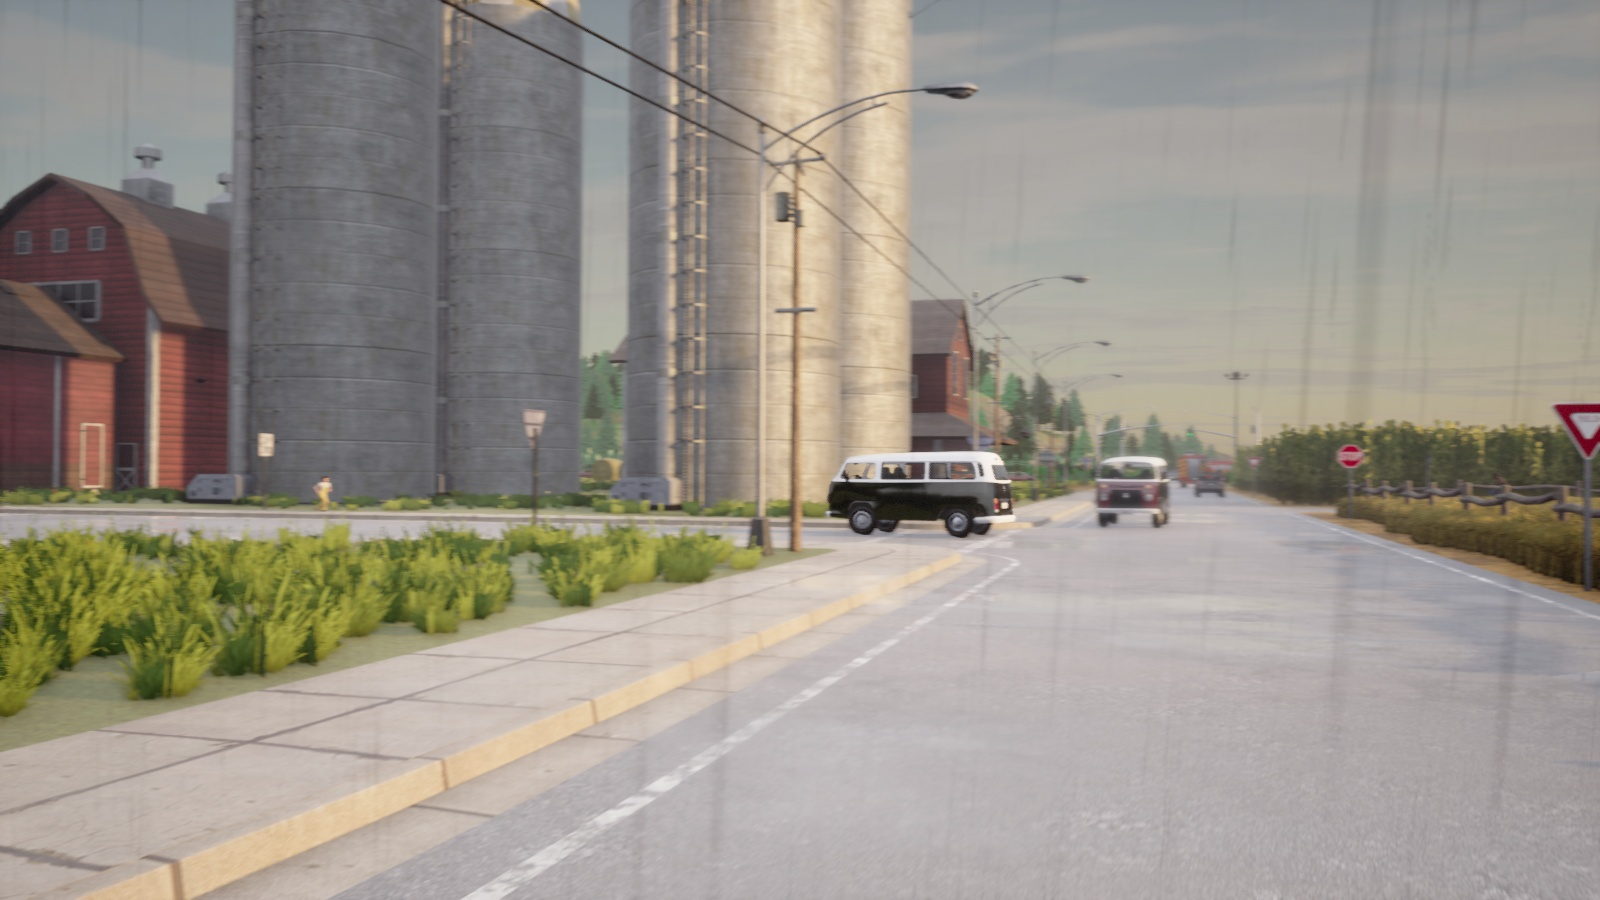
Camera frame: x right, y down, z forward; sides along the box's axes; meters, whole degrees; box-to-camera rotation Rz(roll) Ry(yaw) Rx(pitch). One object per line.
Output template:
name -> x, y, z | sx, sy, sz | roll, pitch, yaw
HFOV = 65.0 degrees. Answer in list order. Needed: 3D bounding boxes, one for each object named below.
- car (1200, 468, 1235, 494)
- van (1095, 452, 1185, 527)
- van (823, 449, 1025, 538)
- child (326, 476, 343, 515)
car -> 26.799, 1.960, 80.675 | 1.851, 1.617, 3.988 | 0, -1, 15
van -> 10.011, 1.120, 36.763 | 2.069, 2.038, 4.480 | -1, -1, 21
van -> 3.033, 1.042, 30.836 | 4.480, 2.038, 2.069 | -1, -1, 26
child -> -14.960, 1.459, 40.318 | 0.437, 1.263, 0.270 | 0, -1, 19
